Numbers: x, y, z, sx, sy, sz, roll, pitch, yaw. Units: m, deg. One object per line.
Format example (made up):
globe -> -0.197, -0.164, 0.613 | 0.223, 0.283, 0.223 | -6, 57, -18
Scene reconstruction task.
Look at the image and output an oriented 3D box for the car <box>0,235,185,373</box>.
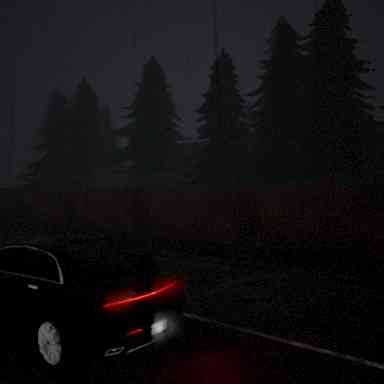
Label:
car -> -2.389, 1.503, 5.696 | 4.892, 1.490, 1.837 | -1, 0, 36
